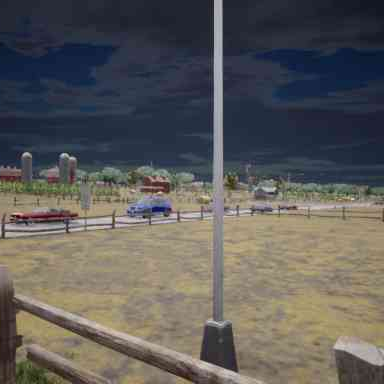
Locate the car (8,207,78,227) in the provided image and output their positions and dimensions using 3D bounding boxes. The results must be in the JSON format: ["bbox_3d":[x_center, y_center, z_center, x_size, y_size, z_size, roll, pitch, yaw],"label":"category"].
[{"bbox_3d":[-11.154,1.800,25.199,1.895,1.301,4.718,2,0,36],"label":"car"}]

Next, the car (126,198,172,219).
[{"bbox_3d":[-4.350,1.614,34.608,2.150,2.045,5.566,2,0,33],"label":"car"}]

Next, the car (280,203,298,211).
[{"bbox_3d":[17.539,2.673,59.910,1.895,1.301,4.718,2,0,36],"label":"car"}]

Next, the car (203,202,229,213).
[{"bbox_3d":[3.282,2.116,45.151,1.837,1.490,4.892,2,2,36],"label":"car"}]

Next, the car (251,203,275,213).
[{"bbox_3d":[10.797,2.409,50.579,2.033,1.411,5.357,2,0,35],"label":"car"}]
